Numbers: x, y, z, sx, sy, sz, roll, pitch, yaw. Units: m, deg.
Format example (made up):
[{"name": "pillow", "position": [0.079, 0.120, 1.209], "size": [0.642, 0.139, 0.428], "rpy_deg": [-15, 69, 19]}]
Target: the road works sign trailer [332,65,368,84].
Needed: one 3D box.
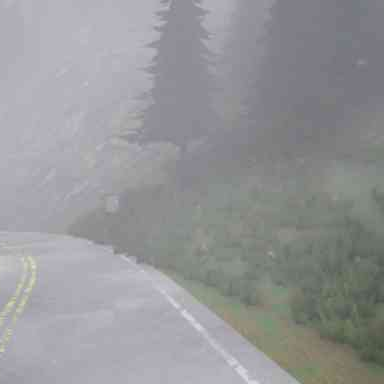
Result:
[{"name": "road works sign trailer", "position": [8.655, -8.713, 21.259], "size": [2.880, 3.560, 2.380], "rpy_deg": [-23, -6, -20]}]
